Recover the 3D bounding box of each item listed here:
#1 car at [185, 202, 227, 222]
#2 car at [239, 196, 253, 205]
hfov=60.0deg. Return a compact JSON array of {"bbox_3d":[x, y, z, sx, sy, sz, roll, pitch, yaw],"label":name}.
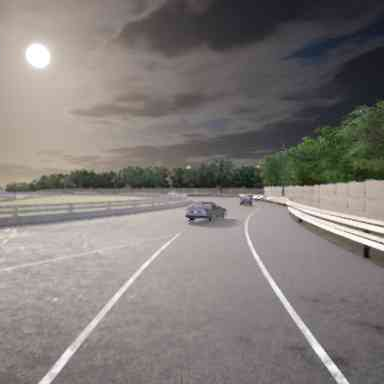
[{"bbox_3d":[1.179,1.471,25.952,2.033,1.411,5.357,0,0,22],"label":"car"},{"bbox_3d":[8.773,1.385,54.363,1.812,1.442,4.674,0,0,7],"label":"car"}]
